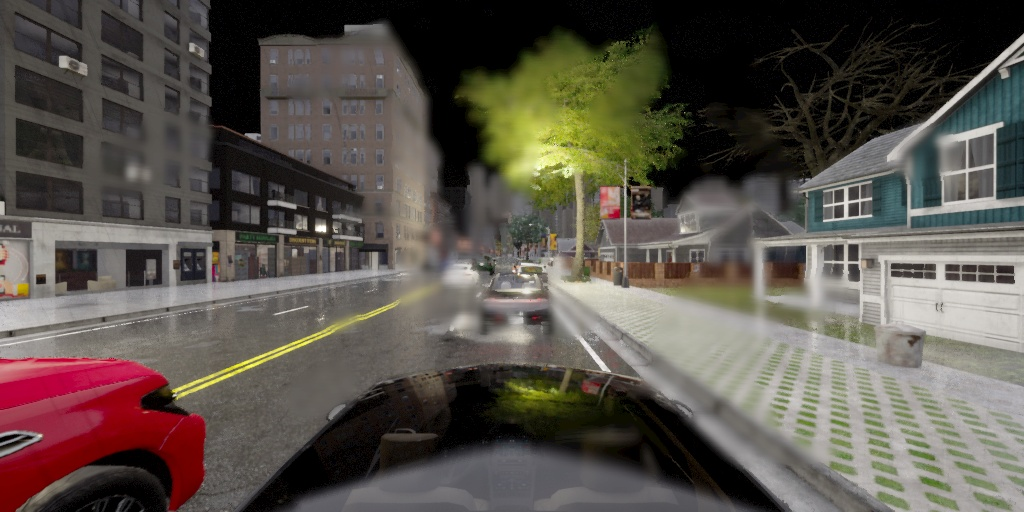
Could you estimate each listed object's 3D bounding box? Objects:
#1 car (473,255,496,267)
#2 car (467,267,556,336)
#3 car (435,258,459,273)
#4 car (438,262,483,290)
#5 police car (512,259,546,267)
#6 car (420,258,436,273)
[{"bbox_3d":[-2.987,0.944,38.380,2.150,2.045,5.566,0,0,0],"label":"car"},{"bbox_3d":[0.137,1.239,10.405,2.128,1.511,4.902,0,0,0],"label":"car"},{"bbox_3d":[-6.441,1.202,38.092,1.882,1.535,5.008,0,0,0],"label":"car"},{"bbox_3d":[-3.062,1.265,22.292,1.812,1.442,4.674,0,0,0],"label":"car"},{"bbox_3d":[1.058,1.166,20.653,1.930,1.638,5.238,0,0,0],"label":"police car"},{"bbox_3d":[-9.665,1.071,43.357,2.097,1.767,4.553,0,0,0],"label":"car"}]
